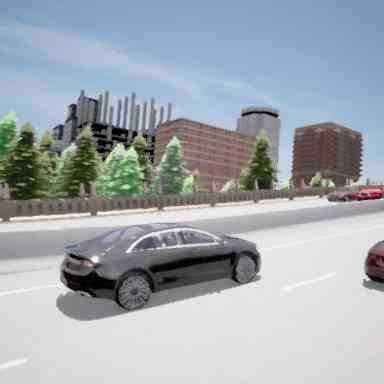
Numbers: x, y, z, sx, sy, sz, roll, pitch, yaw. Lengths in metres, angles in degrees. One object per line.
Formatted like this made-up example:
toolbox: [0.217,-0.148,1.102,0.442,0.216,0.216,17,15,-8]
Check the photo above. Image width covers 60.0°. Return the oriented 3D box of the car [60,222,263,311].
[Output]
car: [-0.456,1.466,7.773,4.902,1.511,2.128,-1,1,-35]

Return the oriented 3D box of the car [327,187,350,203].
car: [17.434,0.241,37.894,4.553,1.767,2.097,-3,2,-35]

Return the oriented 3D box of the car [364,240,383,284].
car: [6.044,1.408,8.072,4.181,1.385,1.994,-2,1,-35]

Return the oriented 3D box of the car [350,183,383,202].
car: [19.528,0.111,35.091,5.566,2.045,2.150,-2,1,-35]
